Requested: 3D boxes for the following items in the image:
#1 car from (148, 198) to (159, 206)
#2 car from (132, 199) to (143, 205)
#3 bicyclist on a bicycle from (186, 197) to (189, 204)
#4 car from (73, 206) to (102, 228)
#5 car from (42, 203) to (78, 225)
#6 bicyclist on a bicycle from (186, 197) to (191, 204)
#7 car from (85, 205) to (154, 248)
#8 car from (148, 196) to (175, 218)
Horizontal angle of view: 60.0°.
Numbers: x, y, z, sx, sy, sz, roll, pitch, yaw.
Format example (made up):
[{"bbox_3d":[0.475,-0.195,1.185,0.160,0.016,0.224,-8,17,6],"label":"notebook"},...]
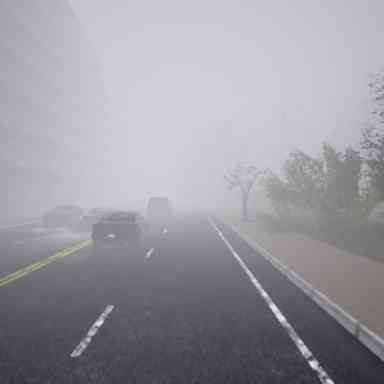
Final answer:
[{"bbox_3d":[-7.552,2.009,65.151,1.812,1.442,4.674,0,0,-3],"label":"car"},{"bbox_3d":[-10.893,2.054,66.916,1.994,1.385,4.181,0,0,-3],"label":"car"},{"bbox_3d":[-1.088,2.037,80.038,0.582,1.620,1.656,0,-1,-4],"label":"bicyclist on a bicycle"},{"bbox_3d":[-6.612,1.779,23.998,1.895,1.301,4.718,0,0,0],"label":"car"},{"bbox_3d":[-9.867,1.670,25.916,1.882,1.535,5.008,0,0,0],"label":"car"},{"bbox_3d":[-0.465,1.892,70.980,0.659,1.776,1.843,0,0,-4],"label":"bicyclist on a bicycle"},{"bbox_3d":[-3.158,1.592,15.554,1.882,1.535,5.008,0,0,0],"label":"car"},{"bbox_3d":[-3.200,1.470,33.435,2.150,2.045,5.566,0,0,0],"label":"car"}]
